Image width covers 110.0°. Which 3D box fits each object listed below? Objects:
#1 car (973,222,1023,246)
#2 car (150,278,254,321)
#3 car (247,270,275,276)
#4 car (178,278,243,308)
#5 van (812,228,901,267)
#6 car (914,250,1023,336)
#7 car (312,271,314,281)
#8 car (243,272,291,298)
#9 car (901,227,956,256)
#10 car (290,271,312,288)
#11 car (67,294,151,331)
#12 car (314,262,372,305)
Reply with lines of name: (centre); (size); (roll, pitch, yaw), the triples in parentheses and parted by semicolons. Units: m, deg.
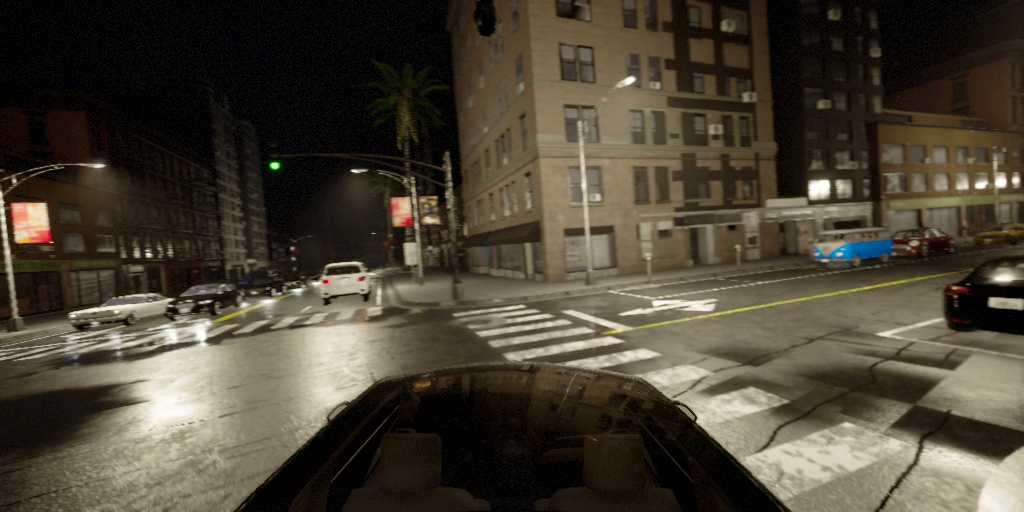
car: (32.400, -1.507, 23.476); (4.829, 1.417, 1.751); (0, 0, -20)
car: (-15.612, 2.228, 18.461); (2.128, 1.511, 4.902); (-5, 1, -20)
car: (-25.470, 2.478, 36.296); (2.150, 2.045, 5.566); (-5, 1, -20)
car: (-21.899, 2.607, 26.320); (1.882, 1.535, 5.008); (-5, 1, -20)
van: (17.082, -0.458, 17.983); (3.998, 1.789, 1.690); (0, 0, -20)
car: (9.642, 0.609, 6.258); (4.313, 1.339, 1.948); (0, 0, -20)
car: (-25.363, 2.614, 45.554); (1.812, 1.442, 4.674); (-5, 1, -20)
car: (-18.809, 2.335, 27.289); (1.882, 1.535, 5.008); (-5, 1, -20)
car: (22.241, -0.772, 19.834); (4.097, 1.591, 1.967); (0, 0, -20)
car: (-21.954, 2.475, 36.142); (1.837, 1.490, 4.892); (-5, 1, -20)
car: (-18.744, 2.611, 17.626); (1.895, 1.301, 4.718); (-5, 1, -17)
car: (-9.027, 1.389, 19.803); (2.150, 2.045, 5.566); (-5, 1, -20)
